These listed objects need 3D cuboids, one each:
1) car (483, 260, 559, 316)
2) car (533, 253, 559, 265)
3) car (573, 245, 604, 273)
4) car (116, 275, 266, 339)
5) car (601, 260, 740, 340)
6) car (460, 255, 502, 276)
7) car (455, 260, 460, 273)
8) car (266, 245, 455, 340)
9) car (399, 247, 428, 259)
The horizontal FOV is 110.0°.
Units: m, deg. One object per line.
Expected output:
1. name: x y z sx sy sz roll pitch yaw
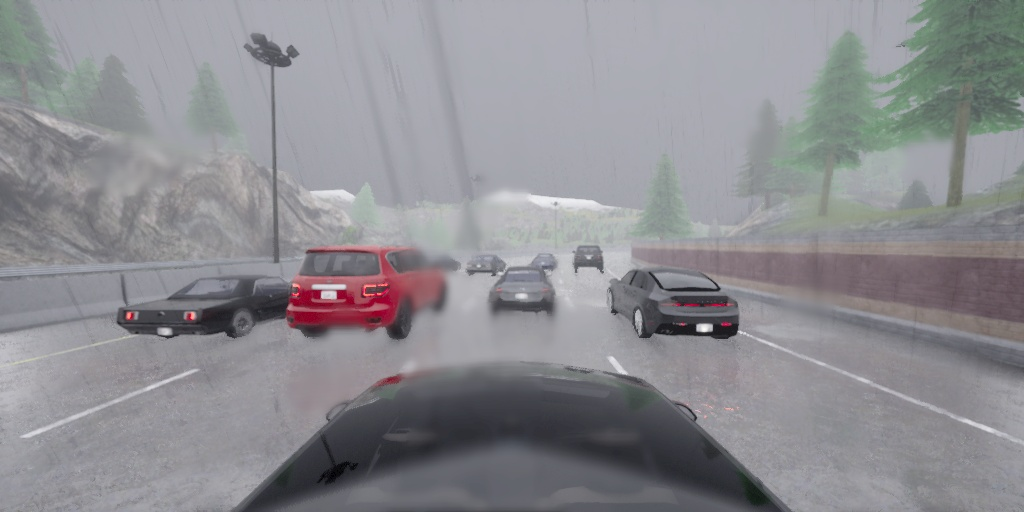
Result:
1. car: 0.422 1.009 11.840 1.994 1.385 4.181 0 2 4
2. car: 2.830 0.456 30.057 1.994 1.385 4.181 0 2 11
3. car: 6.017 0.156 28.295 2.150 2.045 5.566 0 2 11
4. car: -6.752 1.143 9.307 1.895 1.301 4.718 0 2 3
5. car: 3.756 1.021 9.173 1.837 1.490 4.892 0 2 3
6. car: -1.670 0.603 25.043 2.033 1.411 5.357 0 2 9
7. car: -5.154 0.602 25.407 2.033 1.411 5.357 0 2 9
8. car: -3.248 0.750 9.328 2.150 2.045 5.566 0 1 3
9. car: -15.415 -0.494 56.483 2.097 1.767 4.553 0 2 20
